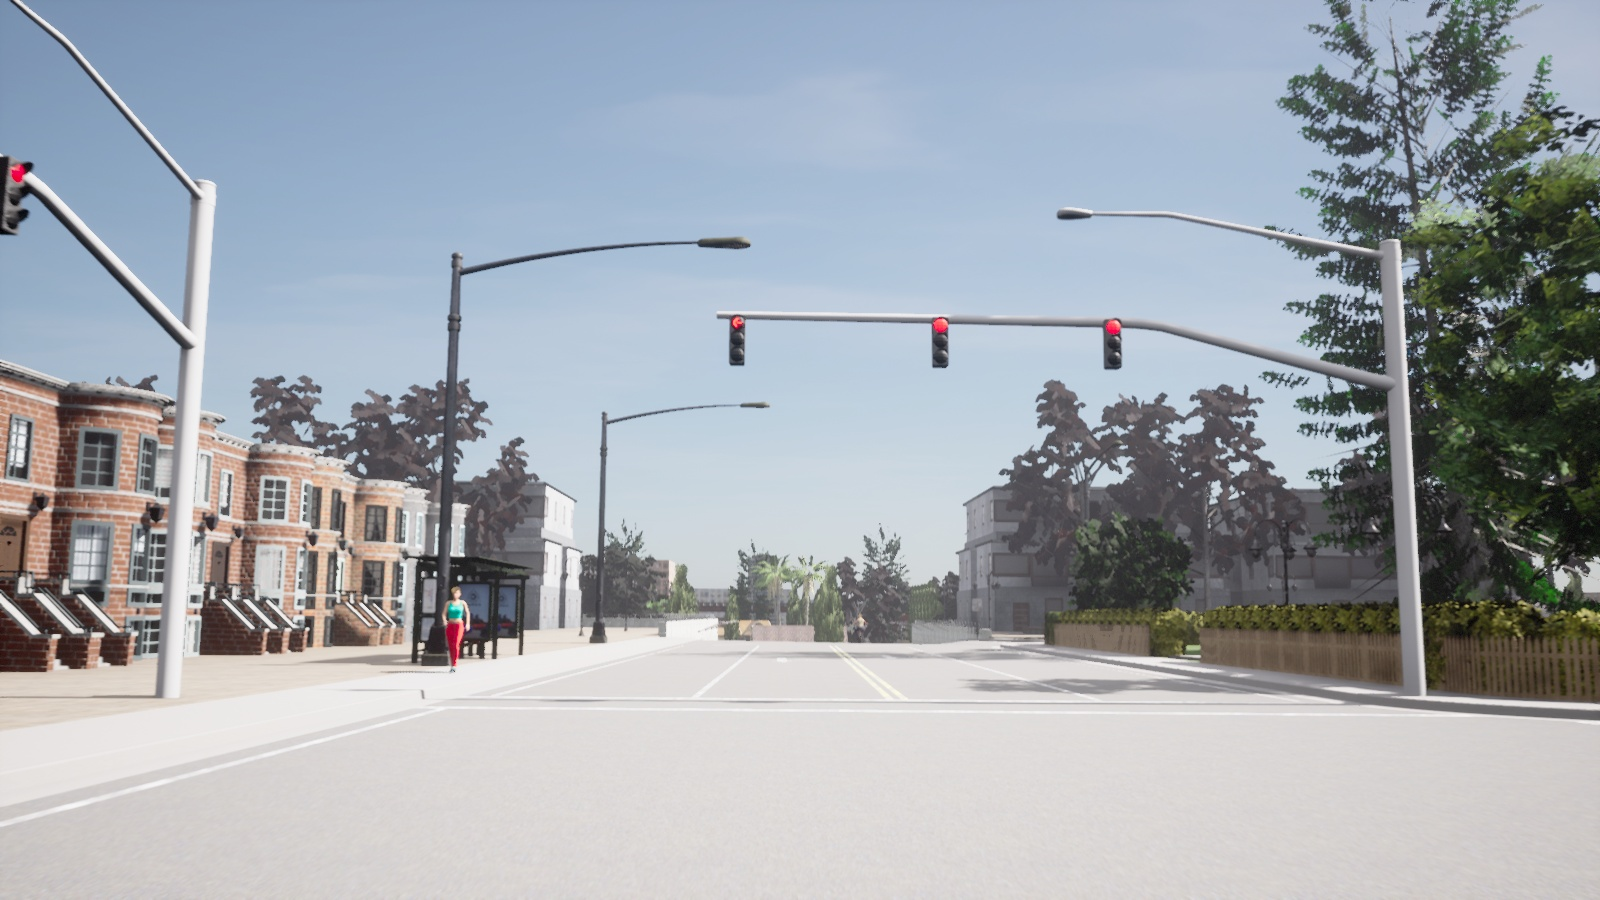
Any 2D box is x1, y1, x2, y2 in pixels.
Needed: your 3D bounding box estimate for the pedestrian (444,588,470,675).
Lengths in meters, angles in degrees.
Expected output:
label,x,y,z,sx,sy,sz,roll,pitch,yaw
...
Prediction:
label,x,y,z,sx,sy,sz,roll,pitch,yaw
pedestrian,-7.366,3.893,26.991,0.345,1.836,0.594,0,-8,-2
